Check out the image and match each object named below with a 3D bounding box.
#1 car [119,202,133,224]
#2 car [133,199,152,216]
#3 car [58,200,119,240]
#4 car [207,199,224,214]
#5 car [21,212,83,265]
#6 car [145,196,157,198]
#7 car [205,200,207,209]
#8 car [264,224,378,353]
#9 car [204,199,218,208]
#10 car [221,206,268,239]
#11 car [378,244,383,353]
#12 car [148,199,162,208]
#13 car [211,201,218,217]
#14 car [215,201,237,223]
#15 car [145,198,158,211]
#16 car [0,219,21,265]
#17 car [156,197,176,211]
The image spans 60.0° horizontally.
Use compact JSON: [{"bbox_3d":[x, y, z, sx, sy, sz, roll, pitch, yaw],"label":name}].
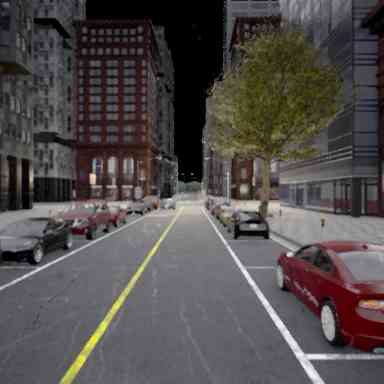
[{"bbox_3d":[-5.664,1.623,23.161,1.887,1.381,4.507,0,0,0],"label":"car"},{"bbox_3d":[-5.663,1.689,34.439,1.947,1.339,4.313,0,0,0],"label":"car"},{"bbox_3d":[-5.666,1.373,17.523,2.192,1.841,5.009,0,0,0],"label":"car"},{"bbox_3d":[2.862,1.563,34.434,1.967,1.590,4.097,0,0,0],"label":"car"},{"bbox_3d":[-5.667,1.605,11.884,1.947,1.339,4.313,0,0,0],"label":"car"},{"bbox_3d":[-5.662,1.489,45.716,2.192,1.841,5.009,0,0,0],"label":"car"},{"bbox_3d":[2.863,1.730,40.072,1.802,1.307,4.206,0,0,0],"label":"car"},{"bbox_3d":[2.858,1.565,6.235,1.887,1.381,4.507,0,0,0],"label":"car"},{"bbox_3d":[2.865,1.768,51.351,1.947,1.339,4.313,0,0,0],"label":"car"},{"bbox_3d":[2.860,1.624,17.514,1.947,1.339,4.313,0,0,0],"label":"car"},{"bbox_3d":[2.856,1.317,0.596,2.192,1.841,5.009,0,0,0],"label":"car"},{"bbox_3d":[-5.660,1.784,51.354,1.802,1.307,4.206,0,0,0],"label":"car"},{"bbox_3d":[2.861,1.682,28.793,1.802,1.307,4.206,0,0,0],"label":"car"},{"bbox_3d":[2.860,1.604,23.324,1.752,1.417,4.829,0,0,0],"label":"car"},{"bbox_3d":[-5.662,1.714,40.077,1.947,1.339,4.313,0,0,0],"label":"car"},{"bbox_3d":[-5.668,1.336,6.246,2.192,1.841,5.009,0,0,0],"label":"car"},{"bbox_3d":[-3.078,1.655,43.304,2.128,1.511,4.902,0,0,0],"label":"car"}]
